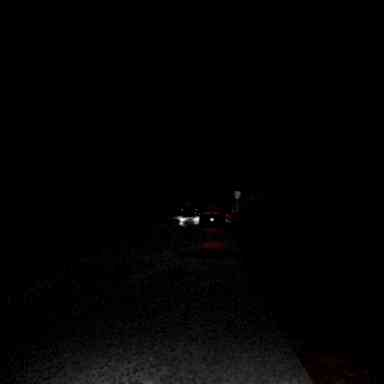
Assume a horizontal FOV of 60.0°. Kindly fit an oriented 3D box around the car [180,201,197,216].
[{"bbox_3d":[0.010,1.751,35.570,1.882,1.535,5.008,0,-1,9],"label":"car"}]

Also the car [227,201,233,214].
[{"bbox_3d":[4.106,1.918,42.333,2.128,1.511,4.902,0,-1,10],"label":"car"}]

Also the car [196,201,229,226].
[{"bbox_3d":[1.602,1.645,24.765,1.837,1.490,4.892,0,-1,6],"label":"car"}]
